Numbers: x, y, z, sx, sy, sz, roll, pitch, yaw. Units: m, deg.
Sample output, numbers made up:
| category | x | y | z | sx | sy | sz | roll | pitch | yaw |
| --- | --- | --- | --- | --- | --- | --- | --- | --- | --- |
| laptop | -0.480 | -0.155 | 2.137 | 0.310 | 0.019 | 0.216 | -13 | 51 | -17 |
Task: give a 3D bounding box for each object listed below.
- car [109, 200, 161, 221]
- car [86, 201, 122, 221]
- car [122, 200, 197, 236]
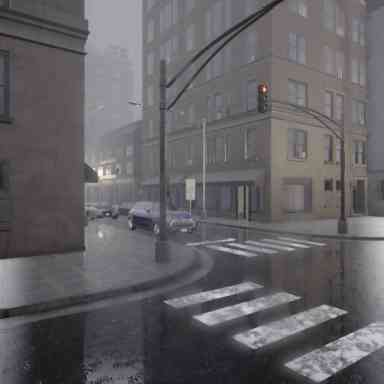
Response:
| category | x | y | z | sx | sy | sz | roll | pitch | yaw |
| --- | --- | --- | --- | --- | --- | --- | --- | --- | --- |
| car | -4.772 | 1.416 | 27.300 | 2.033 | 1.411 | 5.357 | 0 | 0 | -36 |
| car | -7.258 | 1.430 | 25.711 | 1.994 | 1.385 | 4.181 | 0 | 0 | -35 |
| car | -1.692 | 1.269 | 17.936 | 2.097 | 1.767 | 4.553 | 0 | 0 | -36 |
